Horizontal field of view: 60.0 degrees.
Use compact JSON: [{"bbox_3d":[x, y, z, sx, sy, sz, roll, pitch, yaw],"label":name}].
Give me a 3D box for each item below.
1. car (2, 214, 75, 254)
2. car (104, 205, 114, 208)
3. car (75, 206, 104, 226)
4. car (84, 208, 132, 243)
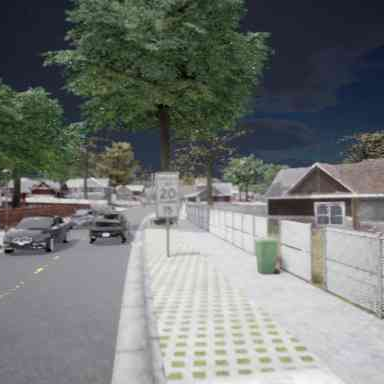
[{"bbox_3d":[-7.035,1.853,15.451,1.837,1.490,4.892,-1,-2,-8],"label":"car"},{"bbox_3d":[-9.569,2.290,37.125,1.837,1.490,4.892,-1,-1,-5],"label":"car"},{"bbox_3d":[-8.476,2.094,26.501,1.812,1.442,4.674,-1,-1,-7],"label":"car"},{"bbox_3d":[-4.508,1.875,18.557,1.837,1.490,4.892,-1,-1,-8],"label":"car"}]
